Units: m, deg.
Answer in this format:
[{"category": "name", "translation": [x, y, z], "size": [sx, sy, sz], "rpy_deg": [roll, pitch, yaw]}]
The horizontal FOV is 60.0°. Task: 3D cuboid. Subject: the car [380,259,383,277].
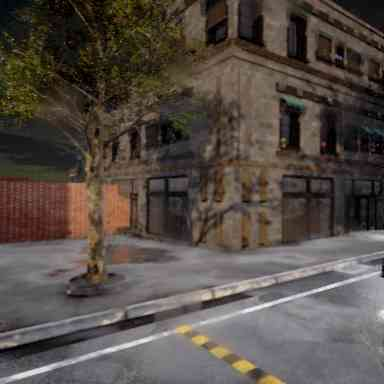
[{"category": "car", "translation": [6.603, 1.567, 8.401], "size": [4.181, 1.385, 1.994], "rpy_deg": [0, 0, -36]}]
